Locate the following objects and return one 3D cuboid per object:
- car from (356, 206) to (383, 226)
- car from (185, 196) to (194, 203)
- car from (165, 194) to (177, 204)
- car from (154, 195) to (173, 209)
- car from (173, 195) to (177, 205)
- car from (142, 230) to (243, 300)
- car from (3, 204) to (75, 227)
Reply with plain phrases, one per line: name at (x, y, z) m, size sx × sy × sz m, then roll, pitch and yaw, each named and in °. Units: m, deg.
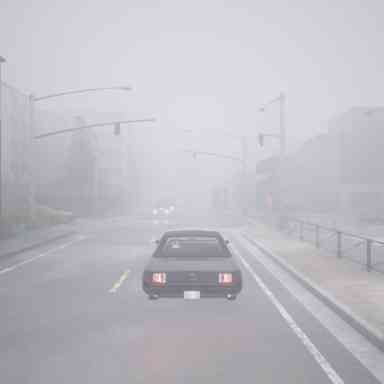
car at (15.175, 1.724, 24.762) m, size 5.357 × 1.411 × 2.033 m, roll 0°, pitch 0°, yaw -1°
car at (-0.458, 1.492, 66.611) m, size 2.128 × 1.511 × 4.902 m, roll 0°, pitch 0°, yaw 0°
car at (-3.989, 1.352, 63.771) m, size 2.097 × 1.767 × 4.553 m, roll 0°, pitch 0°, yaw 0°
car at (-3.903, 1.505, 44.338) m, size 1.837 × 1.490 × 4.892 m, roll 0°, pitch 0°, yaw 0°
car at (-3.959, 1.601, 53.603) m, size 1.895 × 1.301 × 4.718 m, roll 0°, pitch 0°, yaw 0°
car at (0.009, 1.601, 8.329) m, size 1.895 × 1.301 × 4.718 m, roll 0°, pitch 0°, yaw 0°
car at (-11.038, 1.651, 24.159) m, size 5.008 × 1.535 × 1.882 m, roll 0°, pitch 0°, yaw 6°
